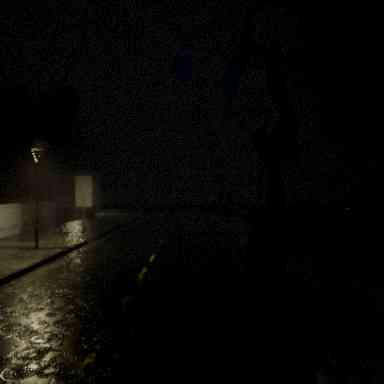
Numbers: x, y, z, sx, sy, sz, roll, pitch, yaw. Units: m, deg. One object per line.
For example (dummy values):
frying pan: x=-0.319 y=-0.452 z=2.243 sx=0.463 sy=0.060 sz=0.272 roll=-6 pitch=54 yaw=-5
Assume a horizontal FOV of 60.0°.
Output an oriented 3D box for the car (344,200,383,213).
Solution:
car: x=19.535 y=1.622 z=36.832 sx=4.892 sy=1.490 sz=1.837 roll=0 pitch=0 yaw=0
